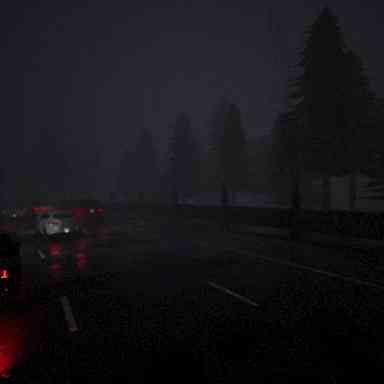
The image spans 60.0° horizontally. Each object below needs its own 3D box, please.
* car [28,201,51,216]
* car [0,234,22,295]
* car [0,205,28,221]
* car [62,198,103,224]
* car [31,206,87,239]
[{"bbox_3d":[-16.646,1.801,35.847,2.097,1.767,4.553,0,-1,-43],"label":"car"},{"bbox_3d":[-5.414,1.714,8.449,1.895,1.301,4.718,0,-1,-28],"label":"car"},{"bbox_3d":[-17.519,1.935,31.693,1.812,1.442,4.674,0,-1,-42],"label":"car"},{"bbox_3d":[-9.061,1.545,26.994,2.150,2.045,5.566,0,-1,-36],"label":"car"},{"bbox_3d":[-7.670,1.759,18.966,1.812,1.442,4.674,0,-1,-33],"label":"car"}]
